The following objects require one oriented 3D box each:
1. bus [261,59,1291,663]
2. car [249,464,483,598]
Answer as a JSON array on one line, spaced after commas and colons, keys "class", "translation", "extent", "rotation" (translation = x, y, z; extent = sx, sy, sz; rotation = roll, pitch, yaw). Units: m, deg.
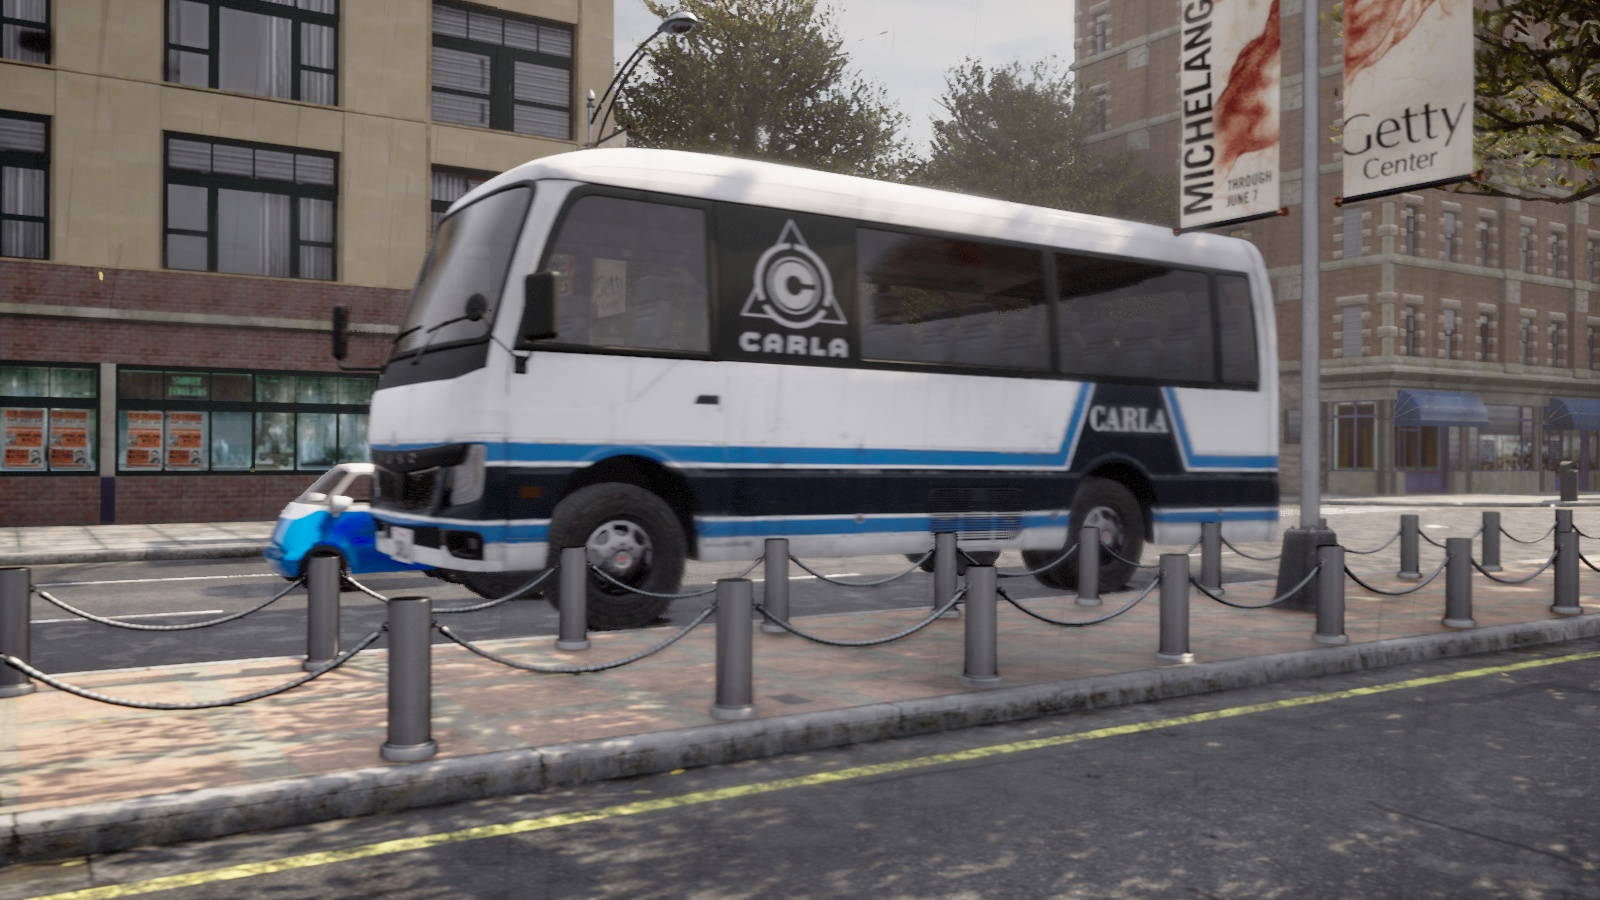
[{"class": "bus", "translation": [0.193, -0.583, 13.236], "extent": [10.273, 4.253, 3.944], "rotation": [1, 0, -32]}, {"class": "car", "translation": [-4.899, 0.852, 14.158], "extent": [2.207, 1.376, 1.481], "rotation": [1, 0, -32]}]
